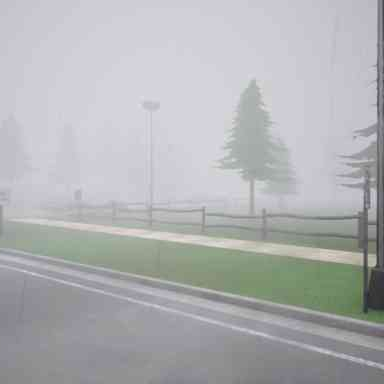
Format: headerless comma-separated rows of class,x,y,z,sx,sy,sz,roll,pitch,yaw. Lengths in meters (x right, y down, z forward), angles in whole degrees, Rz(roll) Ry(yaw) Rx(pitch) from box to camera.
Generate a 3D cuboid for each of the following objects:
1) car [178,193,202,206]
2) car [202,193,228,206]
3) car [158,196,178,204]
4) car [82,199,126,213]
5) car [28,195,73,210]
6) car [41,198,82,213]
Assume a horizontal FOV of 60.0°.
car,0.654,1.221,56.952,2.150,2.045,5.566,0,0,35
car,4.180,1.349,55.869,2.097,1.767,4.553,0,0,35
car,-4.330,1.490,62.020,2.128,1.511,4.902,0,0,35
car,-9.332,1.524,36.662,1.812,1.442,4.674,0,0,35
car,-17.873,1.489,42.802,2.128,1.511,4.902,0,0,35
car,-13.427,1.545,36.954,2.033,1.411,5.357,0,0,35
